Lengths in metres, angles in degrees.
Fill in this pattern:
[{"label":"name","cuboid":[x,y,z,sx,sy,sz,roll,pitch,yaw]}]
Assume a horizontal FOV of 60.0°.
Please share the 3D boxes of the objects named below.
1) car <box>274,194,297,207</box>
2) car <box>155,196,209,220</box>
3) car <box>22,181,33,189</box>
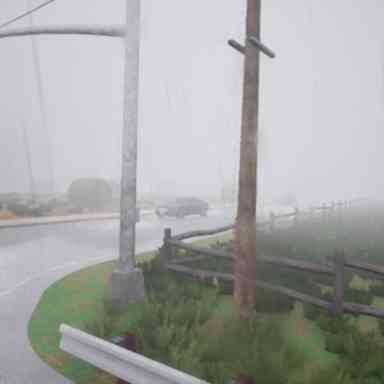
[{"label":"car","cuboid":[12.221,1.043,43.125,2.128,1.511,4.902,3,1,34]},{"label":"car","cuboid":[-0.597,1.075,23.608,2.128,1.511,4.902,3,2,33]},{"label":"car","cuboid":[-39.008,-1.643,79.125,1.905,1.878,3.866,7,2,-13]}]
